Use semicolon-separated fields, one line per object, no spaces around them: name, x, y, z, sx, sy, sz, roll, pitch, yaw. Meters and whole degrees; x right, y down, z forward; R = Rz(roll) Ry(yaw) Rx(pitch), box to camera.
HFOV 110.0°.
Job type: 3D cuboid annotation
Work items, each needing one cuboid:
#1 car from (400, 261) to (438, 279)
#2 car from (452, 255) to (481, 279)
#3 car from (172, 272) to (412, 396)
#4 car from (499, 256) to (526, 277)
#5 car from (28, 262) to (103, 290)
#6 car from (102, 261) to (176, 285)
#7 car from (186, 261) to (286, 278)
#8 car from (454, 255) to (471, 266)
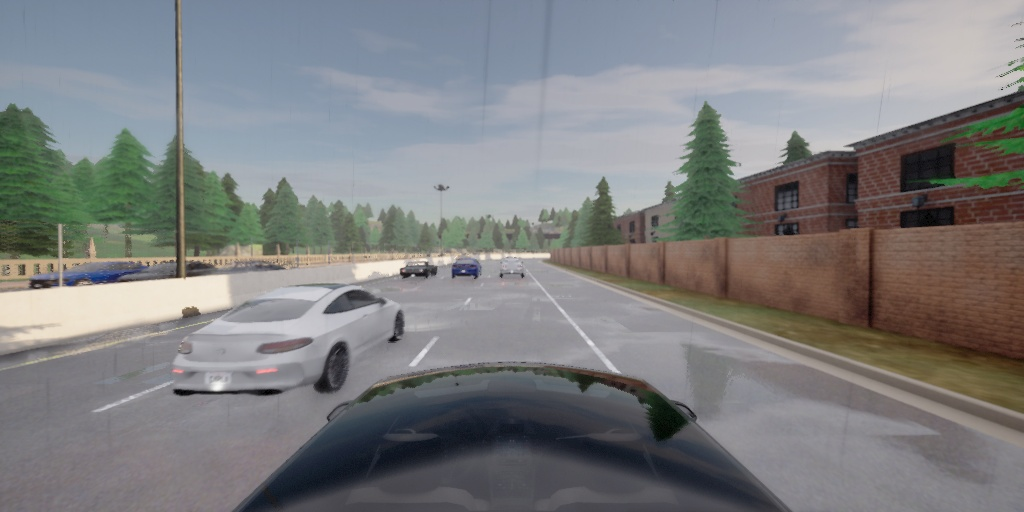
car;-7.000;1.044;27.477;1.895;1.301;4.718;0;1;0
car;-3.501;0.912;28.215;1.882;1.535;5.008;0;1;0
car;-3.417;1.219;6.460;1.812;1.442;4.674;0;1;0
car;-0.008;0.939;30.005;1.812;1.442;4.674;0;1;0
car;-21.162;1.026;18.496;1.882;1.535;5.008;0;1;0
car;-17.664;1.050;18.806;1.837;1.490;4.892;0;1;0
car;-14.165;1.033;19.098;2.128;1.511;4.902;0;1;0
car;-7.095;0.630;51.927;1.882;1.535;5.008;0;0;0
